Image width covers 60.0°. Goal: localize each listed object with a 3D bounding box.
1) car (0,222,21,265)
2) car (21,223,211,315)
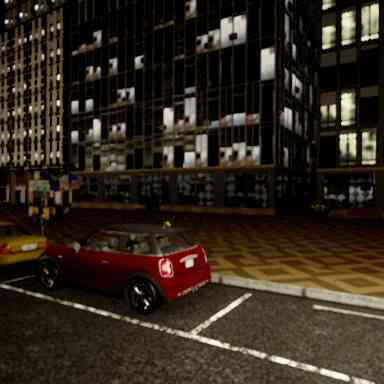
[{"bbox_3d":[-6.555,1.515,10.582,4.829,1.417,1.752,0,0,32],"label":"car"},{"bbox_3d":[-1.702,1.435,7.597,4.097,1.590,1.967,0,0,32],"label":"car"}]
